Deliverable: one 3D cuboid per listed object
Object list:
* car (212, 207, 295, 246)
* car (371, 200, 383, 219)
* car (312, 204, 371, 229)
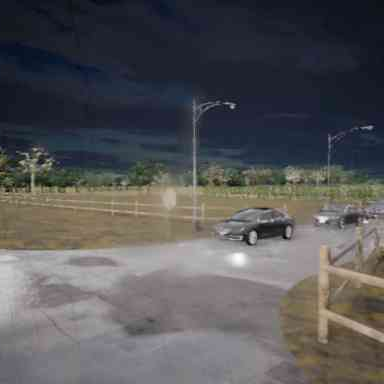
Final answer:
[{"bbox_3d":[2.987,1.499,15.516,4.892,1.490,1.837,0,1,-44],"label":"car"},{"bbox_3d":[16.746,1.472,28.925,4.553,1.767,2.097,1,1,-44],"label":"car"},{"bbox_3d":[9.735,1.538,22.096,4.902,1.511,2.128,1,1,-44],"label":"car"}]
